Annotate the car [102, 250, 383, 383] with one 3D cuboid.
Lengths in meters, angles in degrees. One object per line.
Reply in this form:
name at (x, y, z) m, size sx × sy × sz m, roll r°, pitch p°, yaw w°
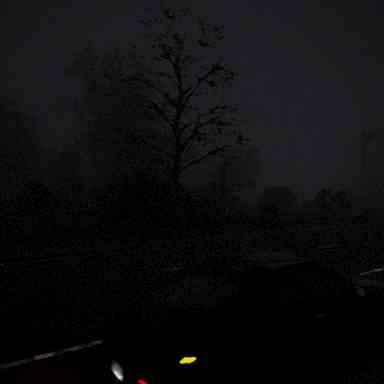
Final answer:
car at (1.150, 1.560, 4.567) m, size 4.674 × 1.442 × 1.812 m, roll 0°, pitch 0°, yaw -35°
